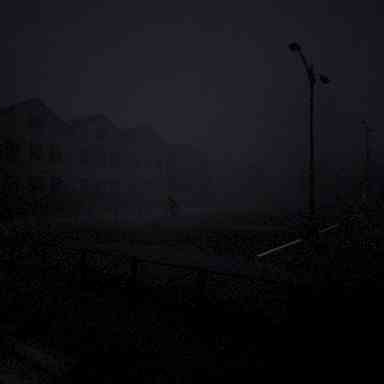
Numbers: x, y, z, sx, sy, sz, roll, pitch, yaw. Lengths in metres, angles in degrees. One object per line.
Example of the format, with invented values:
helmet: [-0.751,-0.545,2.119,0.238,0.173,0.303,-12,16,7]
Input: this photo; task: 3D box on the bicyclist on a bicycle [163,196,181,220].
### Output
bicyclist on a bicycle: [-1.399,1.109,23.069,1.656,1.620,0.582,0,0,35]

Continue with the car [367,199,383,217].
car: [15.424,1.298,26.815,2.007,1.523,4.514,0,0,35]

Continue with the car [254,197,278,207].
car: [10.445,1.356,46.692,2.033,1.411,5.357,0,0,33]
